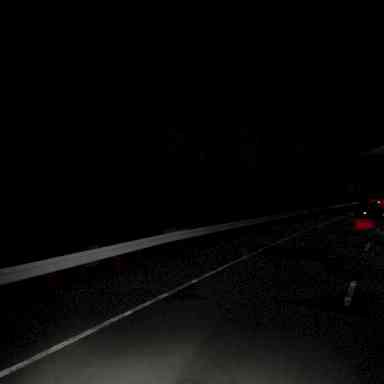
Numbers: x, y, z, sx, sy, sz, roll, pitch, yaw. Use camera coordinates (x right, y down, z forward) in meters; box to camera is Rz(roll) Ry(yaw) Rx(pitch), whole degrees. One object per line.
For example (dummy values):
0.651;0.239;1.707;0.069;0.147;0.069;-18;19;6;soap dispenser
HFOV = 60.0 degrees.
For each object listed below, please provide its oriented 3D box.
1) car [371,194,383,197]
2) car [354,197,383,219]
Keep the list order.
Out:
21.803;1.221;38.310;2.150;2.045;5.566;0;0;35;car
15.802;1.505;29.723;1.837;1.490;4.892;0;0;35;car
